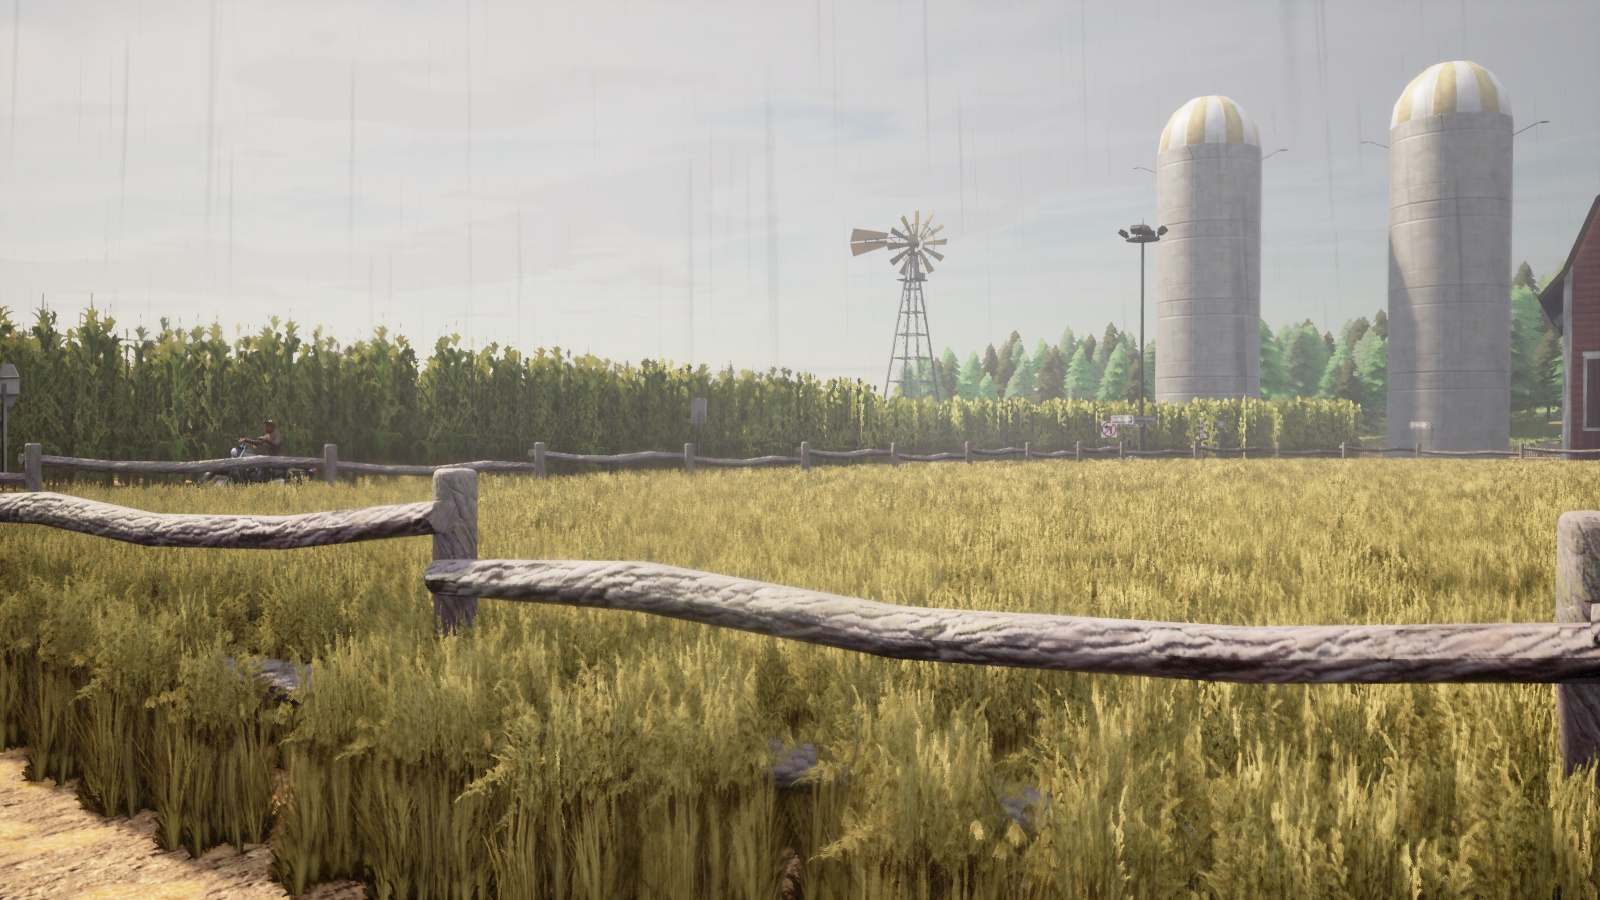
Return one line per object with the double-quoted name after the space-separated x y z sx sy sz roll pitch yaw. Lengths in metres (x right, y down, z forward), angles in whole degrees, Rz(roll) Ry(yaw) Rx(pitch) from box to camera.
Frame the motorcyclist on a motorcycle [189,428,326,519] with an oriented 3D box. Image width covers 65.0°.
-10.309 0.409 23.960 0.766 1.649 2.350 0 0 34 "motorcyclist on a motorcycle"
